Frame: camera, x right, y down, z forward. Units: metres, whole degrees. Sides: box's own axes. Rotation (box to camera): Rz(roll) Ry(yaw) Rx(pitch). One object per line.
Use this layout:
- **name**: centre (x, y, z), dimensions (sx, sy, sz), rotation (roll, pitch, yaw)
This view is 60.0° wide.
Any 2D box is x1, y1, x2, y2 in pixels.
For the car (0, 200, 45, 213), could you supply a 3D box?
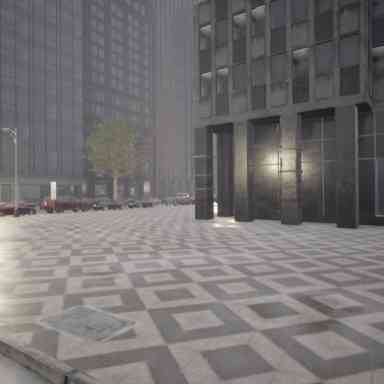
- **car**: centre (-20.003, 1.642, 39.427), dimensions (1.947, 1.339, 4.313), rotation (-1, 0, 35)

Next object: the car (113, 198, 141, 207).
- **car**: centre (-10.391, 1.612, 53.349), dimensions (1.802, 1.307, 4.206), rotation (-1, 0, 35)

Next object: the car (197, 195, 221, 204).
- **car**: centre (3.238, 1.422, 62.781), dimensions (2.128, 1.511, 4.902), rotation (-1, 0, 35)

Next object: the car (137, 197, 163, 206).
- **car**: centre (-7.284, 1.544, 57.849), dimensions (1.752, 1.417, 4.829), rotation (-1, 0, 35)

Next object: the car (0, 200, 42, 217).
- **car**: centre (-16.194, 1.576, 29.940), dimensions (1.802, 1.307, 4.206), rotation (-1, 0, 35)

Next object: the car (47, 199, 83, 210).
- **car**: centre (-16.799, 1.641, 44.067), dimensions (1.802, 1.307, 4.206), rotation (-1, 0, 35)

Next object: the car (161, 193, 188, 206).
- **car**: centre (-2.442, 1.440, 54.465), dimensions (2.128, 1.511, 4.902), rotation (-1, 0, 35)

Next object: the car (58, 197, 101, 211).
- **car**: centre (-14.379, 1.504, 42.720), dimensions (1.882, 1.535, 5.008), rotation (-1, 0, 35)

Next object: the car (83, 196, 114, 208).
- **car**: centre (-13.597, 1.484, 48.708), dimensions (1.967, 1.590, 4.097), rotation (-1, 0, 35)

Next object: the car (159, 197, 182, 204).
- **car**: centre (-3.982, 1.573, 62.631), dimensions (1.947, 1.339, 4.313), rotation (-1, 0, 35)

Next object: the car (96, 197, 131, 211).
- **car**: centre (-9.786, 1.524, 39.221), dimensions (1.947, 1.339, 4.313), rotation (-1, 0, 35)

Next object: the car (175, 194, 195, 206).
- **car**: centre (-0.176, 1.461, 53.141), dimensions (1.887, 1.381, 4.507), rotation (-1, 0, 35)

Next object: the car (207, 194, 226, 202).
- **car**: centre (5.628, 1.295, 76.554), dimensions (2.192, 1.841, 5.009), rotation (-1, 0, 35)

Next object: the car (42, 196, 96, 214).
- **car**: centre (-12.992, 1.290, 34.582), dimensions (2.192, 1.841, 5.009), rotation (-1, 0, 35)

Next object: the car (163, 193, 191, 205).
- **car**: centre (-2.574, 1.205, 59.652), dimensions (2.150, 2.045, 5.566), rotation (-1, 0, 35)

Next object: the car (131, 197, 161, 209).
- **car**: centre (-6.583, 1.508, 43.860), dimensions (1.947, 1.339, 4.313), rotation (-1, 0, 35)

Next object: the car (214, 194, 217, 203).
- **car**: centre (3.026, 1.221, 57.782), dimensions (2.192, 1.841, 5.009), rotation (-1, 0, 35)
